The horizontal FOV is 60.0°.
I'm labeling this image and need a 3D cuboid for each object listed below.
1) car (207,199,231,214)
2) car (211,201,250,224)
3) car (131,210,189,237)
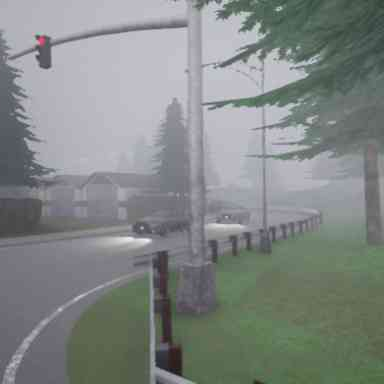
[{"bbox_3d":[3.605,1.577,36.486,2.097,1.767,4.553,0,-1,-34],"label":"car"},{"bbox_3d":[3.316,1.712,26.579,1.994,1.385,4.181,-1,0,22],"label":"car"},{"bbox_3d":[-1.466,1.705,19.001,1.994,1.385,4.181,-1,-1,35],"label":"car"}]
